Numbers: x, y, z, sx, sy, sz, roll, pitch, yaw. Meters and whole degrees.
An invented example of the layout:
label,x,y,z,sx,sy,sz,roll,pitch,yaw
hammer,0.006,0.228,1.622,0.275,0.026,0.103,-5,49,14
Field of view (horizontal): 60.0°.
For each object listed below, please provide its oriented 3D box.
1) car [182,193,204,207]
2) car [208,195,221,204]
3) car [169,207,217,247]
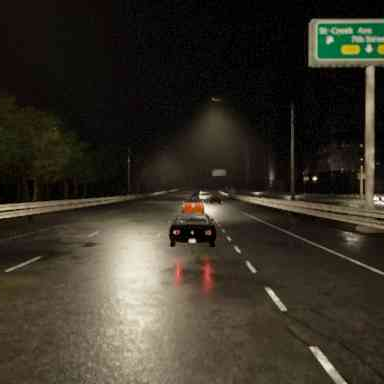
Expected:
label,x,y,z,sx,sy,sz,roll,pitch,yaw
car,0.121,1.302,32.650,2.097,1.767,4.553,0,0,0
car,3.971,1.298,57.896,1.837,1.490,4.892,0,1,1
car,0.027,1.595,15.050,1.895,1.301,4.718,0,0,0
